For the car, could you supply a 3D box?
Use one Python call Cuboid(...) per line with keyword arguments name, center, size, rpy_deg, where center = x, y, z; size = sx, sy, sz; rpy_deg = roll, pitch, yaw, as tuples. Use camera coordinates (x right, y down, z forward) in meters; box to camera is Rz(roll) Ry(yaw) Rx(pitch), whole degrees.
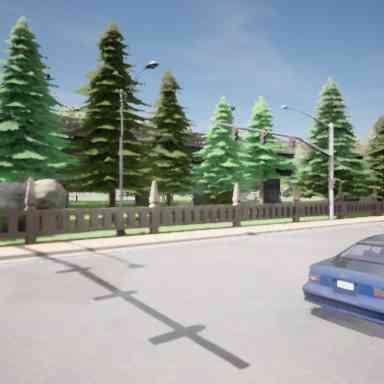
Cuboid(name="car", center=(4.603, 1.613, 7.021), size=(5.357, 1.411, 2.033), rpy_deg=(0, 0, -36))
